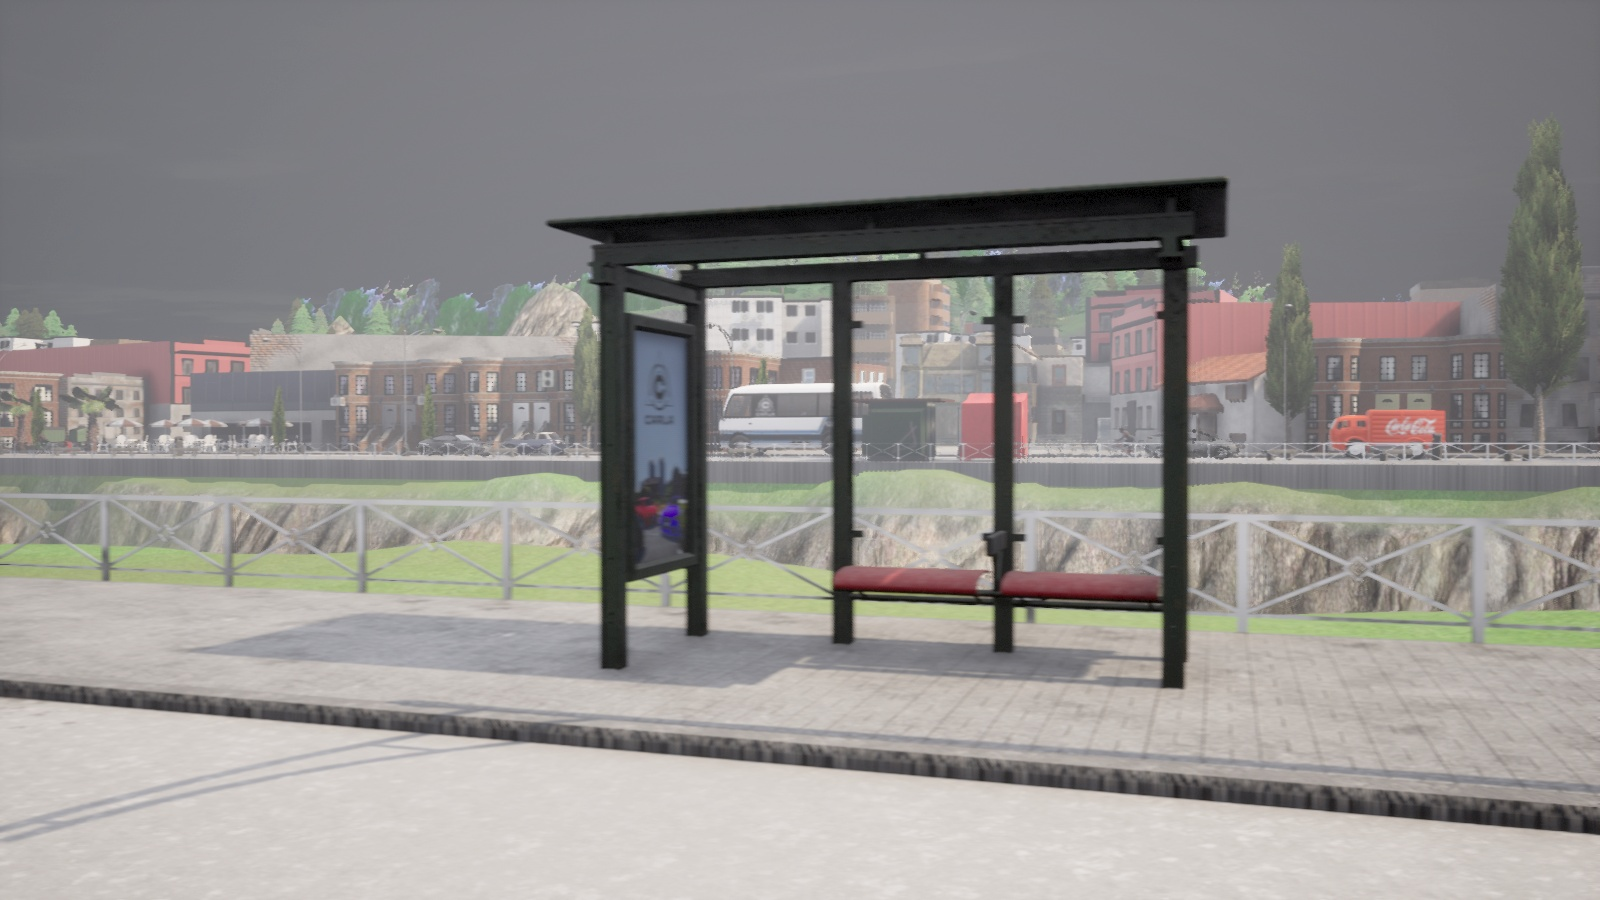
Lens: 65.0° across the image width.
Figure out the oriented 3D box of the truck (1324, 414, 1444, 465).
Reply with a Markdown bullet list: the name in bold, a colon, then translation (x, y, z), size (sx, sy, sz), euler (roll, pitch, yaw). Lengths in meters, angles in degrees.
- **truck**: translation (29.266, -0.559, 63.180), size (5.204, 2.467, 2.627), euler (1, 1, 19)

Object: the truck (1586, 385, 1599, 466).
- **truck**: translation (42.106, -1.122, 58.864), size (8.468, 3.827, 2.891), euler (1, 1, 19)

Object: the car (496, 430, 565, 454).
- **car**: translation (-16.877, -0.532, 78.706), size (3.806, 1.475, 1.970), euler (1, 1, 19)

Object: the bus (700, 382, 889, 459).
- **bus**: translation (-0.316, -1.722, 73.123), size (10.273, 4.253, 3.944), euler (1, 1, 19)

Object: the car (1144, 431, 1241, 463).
- **car**: translation (19.453, -0.151, 62.276), size (4.514, 1.525, 2.007), euler (1, 1, 19)

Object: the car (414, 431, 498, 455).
- **car**: translation (-20.759, -0.440, 75.793), size (4.674, 1.442, 1.812), euler (1, 1, 19)
